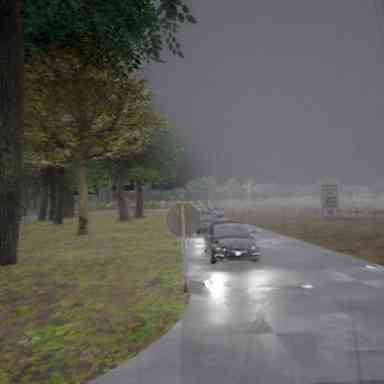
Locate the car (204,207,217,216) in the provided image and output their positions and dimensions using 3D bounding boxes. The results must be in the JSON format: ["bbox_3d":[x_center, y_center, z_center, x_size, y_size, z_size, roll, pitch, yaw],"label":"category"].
[{"bbox_3d":[3.120,3.346,57.660,1.837,1.490,4.892,-2,-2,-2],"label":"car"}]

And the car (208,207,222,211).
[{"bbox_3d":[3.440,3.084,47.819,1.994,1.385,4.181,-2,-2,-2],"label":"car"}]

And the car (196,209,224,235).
[{"bbox_3d":[1.209,2.389,25.268,1.837,1.490,4.892,-2,-1,-2],"label":"car"}]

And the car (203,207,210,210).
[{"bbox_3d":[0.748,2.939,40.518,2.033,1.411,5.357,-2,-2,-2],"label":"car"}]

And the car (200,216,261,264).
[{"bbox_3d":[1.561,2.015,14.176,1.837,1.490,4.892,-2,-2,-2],"label":"car"}]
